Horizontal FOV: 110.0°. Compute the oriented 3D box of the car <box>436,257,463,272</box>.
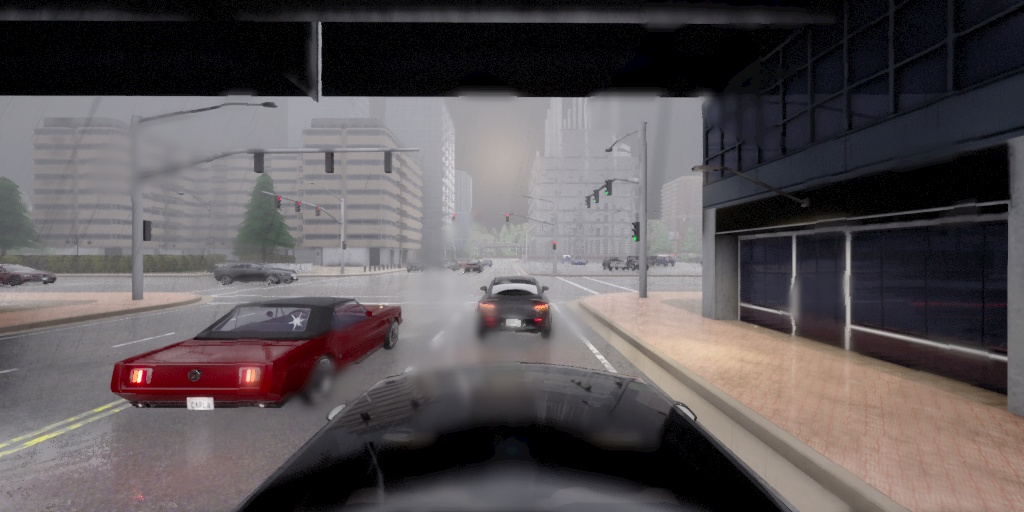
[{"bbox_3d":[-8.115,1.241,47.368,2.128,1.511,4.902,0,0,0],"label":"car"}]

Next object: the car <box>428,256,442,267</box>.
[{"bbox_3d":[-11.666,0.971,53.929,2.150,2.045,5.566,0,0,-1],"label":"car"}]

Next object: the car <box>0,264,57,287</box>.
[{"bbox_3d":[-33.874,1.275,24.199,4.674,1.442,1.812,0,0,0],"label":"car"}]

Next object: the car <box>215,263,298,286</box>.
[{"bbox_3d":[-17.373,1.242,24.515,4.902,1.511,2.128,0,0,-3],"label":"car"}]

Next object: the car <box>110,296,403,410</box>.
[{"bbox_3d":[-3.441,1.351,6.201,1.895,1.301,4.718,0,0,0],"label":"car"}]

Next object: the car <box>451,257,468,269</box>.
[{"bbox_3d":[-8.183,1.102,56.280,2.097,1.767,4.553,0,0,0],"label":"car"}]

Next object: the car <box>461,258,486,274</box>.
[{"bbox_3d":[-4.433,1.255,42.061,1.837,1.490,4.892,0,0,1],"label":"car"}]

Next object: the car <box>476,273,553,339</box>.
[{"bbox_3d":[0.070,1.276,9.967,1.812,1.442,4.674,0,0,0],"label":"car"}]

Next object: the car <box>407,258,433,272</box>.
[{"bbox_3d":[-11.589,1.314,44.572,1.994,1.385,4.181,0,0,0],"label":"car"}]
